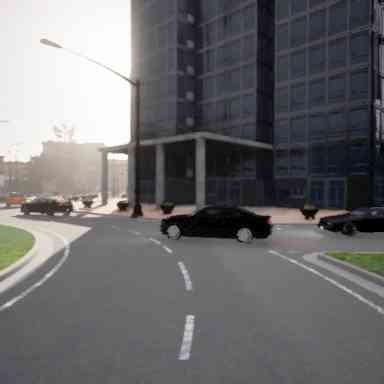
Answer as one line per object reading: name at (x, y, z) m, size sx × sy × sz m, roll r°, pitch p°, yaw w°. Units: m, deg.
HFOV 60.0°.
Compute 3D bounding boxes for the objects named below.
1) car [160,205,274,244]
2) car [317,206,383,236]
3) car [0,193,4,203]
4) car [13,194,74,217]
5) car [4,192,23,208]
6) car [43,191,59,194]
car at (1.044, 1.336, 14.717) m, size 5.008 × 1.535 × 1.882 m, roll 1°, pitch 1°, yaw 18°
car at (9.195, 1.420, 16.616) m, size 5.357 × 1.411 × 2.033 m, roll 0°, pitch 1°, yaw 3°
car at (-26.818, 0.763, 48.889) m, size 2.097 × 1.767 × 4.553 m, roll 0°, pitch 1°, yaw -5°
car at (-11.947, 1.172, 27.348) m, size 4.902 × 1.511 × 2.128 m, roll 0°, pitch 0°, yaw 27°
car at (-20.949, 0.873, 39.930) m, size 2.097 × 1.767 × 4.553 m, roll 0°, pitch 1°, yaw -26°
car at (-23.721, 0.915, 54.574) m, size 2.033 × 1.411 × 5.357 m, roll 0°, pitch 1°, yaw -5°
